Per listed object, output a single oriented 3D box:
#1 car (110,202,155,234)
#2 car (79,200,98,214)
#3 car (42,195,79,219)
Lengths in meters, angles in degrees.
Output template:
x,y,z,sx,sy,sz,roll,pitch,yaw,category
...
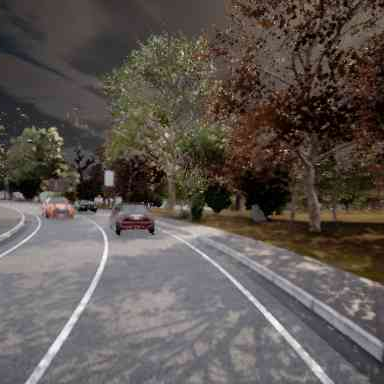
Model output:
x,y,z,sx,sy,sz,roll,pitch,yaw,category
-3.601,1.384,19.515,2.097,1.767,4.553,2,0,-19,car
-11.591,1.538,35.231,1.895,1.301,4.718,4,-1,-34,car
-11.093,1.200,27.563,2.097,1.767,4.553,3,0,-29,car
